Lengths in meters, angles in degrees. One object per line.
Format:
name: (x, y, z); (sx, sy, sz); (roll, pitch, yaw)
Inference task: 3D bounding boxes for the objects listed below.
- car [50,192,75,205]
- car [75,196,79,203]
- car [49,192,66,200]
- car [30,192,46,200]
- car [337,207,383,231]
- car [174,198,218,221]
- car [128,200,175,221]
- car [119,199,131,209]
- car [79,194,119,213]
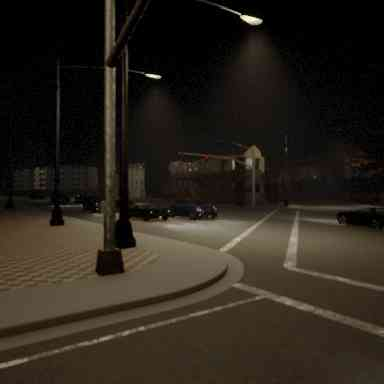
car: (-18.525, 1.018, 46.897); (1.837, 1.490, 4.892); (0, 2, -36)
car: (-15.925, 1.064, 49.278); (1.994, 1.385, 4.181); (0, 2, -36)
car: (-25.117, 0.705, 62.095); (1.812, 1.442, 4.674); (0, 1, -35)
car: (-27.770, 0.732, 59.784); (2.033, 1.411, 5.357); (0, 1, -35)
car: (11.105, 1.586, 20.555); (1.895, 1.301, 4.718); (0, 0, -11)
car: (0.049, 1.302, 27.209); (2.097, 1.767, 4.553); (0, 0, -36)
car: (-3.636, 1.545, 26.335); (1.895, 1.301, 4.718); (0, 0, -37)
car: (-7.545, 1.436, 37.695); (1.895, 1.301, 4.718); (0, 1, -36)
car: (-9.855, 1.208, 34.910); (2.097, 1.767, 4.553); (0, 1, -36)
